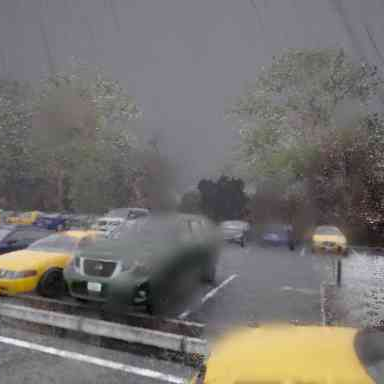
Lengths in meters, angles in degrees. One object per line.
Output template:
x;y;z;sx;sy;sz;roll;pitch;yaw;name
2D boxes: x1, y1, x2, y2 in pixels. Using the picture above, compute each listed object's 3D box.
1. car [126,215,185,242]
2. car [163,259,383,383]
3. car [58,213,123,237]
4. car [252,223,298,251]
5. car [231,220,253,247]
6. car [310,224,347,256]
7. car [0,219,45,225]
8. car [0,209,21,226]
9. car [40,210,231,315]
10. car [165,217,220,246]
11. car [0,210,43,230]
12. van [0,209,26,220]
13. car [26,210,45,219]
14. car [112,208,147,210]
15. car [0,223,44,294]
-2.385;2.502;23.543;2.097;1.535;5.008;1;-3;20;car
2.585;1.687;2.670;5.366;1.575;1.801;1;-3;21;car
-7.589;2.412;25.471;2.231;1.521;4.892;1;-3;20;car
5.424;2.669;20.658;2.163;1.488;4.792;1;-3;20;car
2.817;2.594;21.606;2.231;1.521;4.892;1;-3;20;car
7.951;2.670;19.489;1.946;1.575;5.366;1;-3;20;car
-6.173;1.836;11.013;2.002;1.452;4.674;1;-3;20;car
-17.987;2.234;29.382;2.163;1.488;4.792;1;-3;20;car
-0.920;1.635;9.040;2.435;2.045;5.566;1;-3;20;car
0.216;2.547;22.575;2.097;1.535;5.008;1;-3;20;car
-15.400;2.290;28.355;2.163;1.488;4.792;1;-3;20;car
-8.750;1.531;12.110;1.878;1.987;4.442;1;-3;20;van
-10.191;2.362;26.441;2.097;1.535;5.008;1;-3;20;car
-4.989;2.204;24.492;2.435;2.045;5.566;1;-3;20;car
-3.610;1.828;9.860;1.946;1.575;5.366;1;-3;20;car
